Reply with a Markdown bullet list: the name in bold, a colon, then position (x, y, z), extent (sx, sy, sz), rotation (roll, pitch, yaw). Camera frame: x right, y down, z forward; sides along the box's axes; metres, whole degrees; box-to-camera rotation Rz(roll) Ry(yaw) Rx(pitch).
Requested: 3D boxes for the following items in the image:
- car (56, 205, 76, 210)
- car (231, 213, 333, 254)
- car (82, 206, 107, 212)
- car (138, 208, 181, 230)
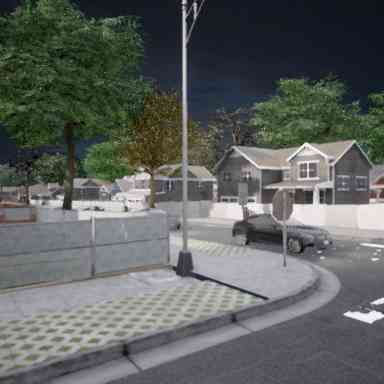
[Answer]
- **car**: position (-15.656, 2.278, 41.059), extent (1.895, 1.301, 4.718), rotation (0, -1, -36)
- **car**: position (3.677, 1.670, 14.375), extent (1.812, 1.442, 4.674), rotation (0, -1, -36)
- **car**: position (-9.452, 2.075, 32.462), extent (1.994, 1.385, 4.181), rotation (0, -1, -35)
- **car**: position (-2.588, 1.847, 22.981), extent (1.812, 1.442, 4.674), rotation (0, -1, -36)
